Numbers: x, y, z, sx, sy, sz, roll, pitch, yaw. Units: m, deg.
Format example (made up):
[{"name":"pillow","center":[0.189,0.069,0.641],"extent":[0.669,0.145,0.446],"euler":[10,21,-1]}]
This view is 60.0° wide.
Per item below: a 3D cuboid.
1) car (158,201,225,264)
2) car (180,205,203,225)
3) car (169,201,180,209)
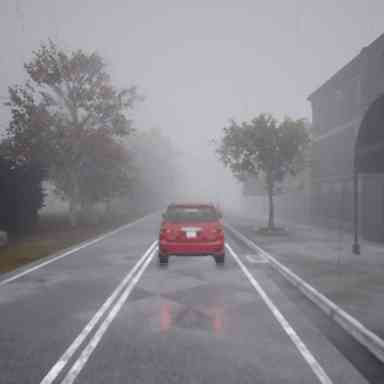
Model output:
[{"name":"car","center":[-0.007,1.384,12.597],"extent":[2.150,2.045,5.566],"euler":[0,-1,0]},{"name":"car","center":[-0.022,1.959,28.924],"extent":[1.812,1.442,4.674],"euler":[0,-1,0]},{"name":"car","center":[-3.376,2.539,65.132],"extent":[1.837,1.490,4.892],"euler":[0,-1,0]}]
